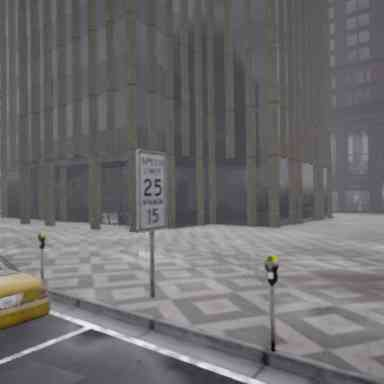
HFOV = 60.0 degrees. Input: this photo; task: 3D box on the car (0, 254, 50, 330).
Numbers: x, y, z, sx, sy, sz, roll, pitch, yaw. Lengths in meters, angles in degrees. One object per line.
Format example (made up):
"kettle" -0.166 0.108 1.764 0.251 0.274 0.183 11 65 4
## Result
"car" -4.612 1.620 6.260 4.829 1.417 1.752 -1 -1 36
